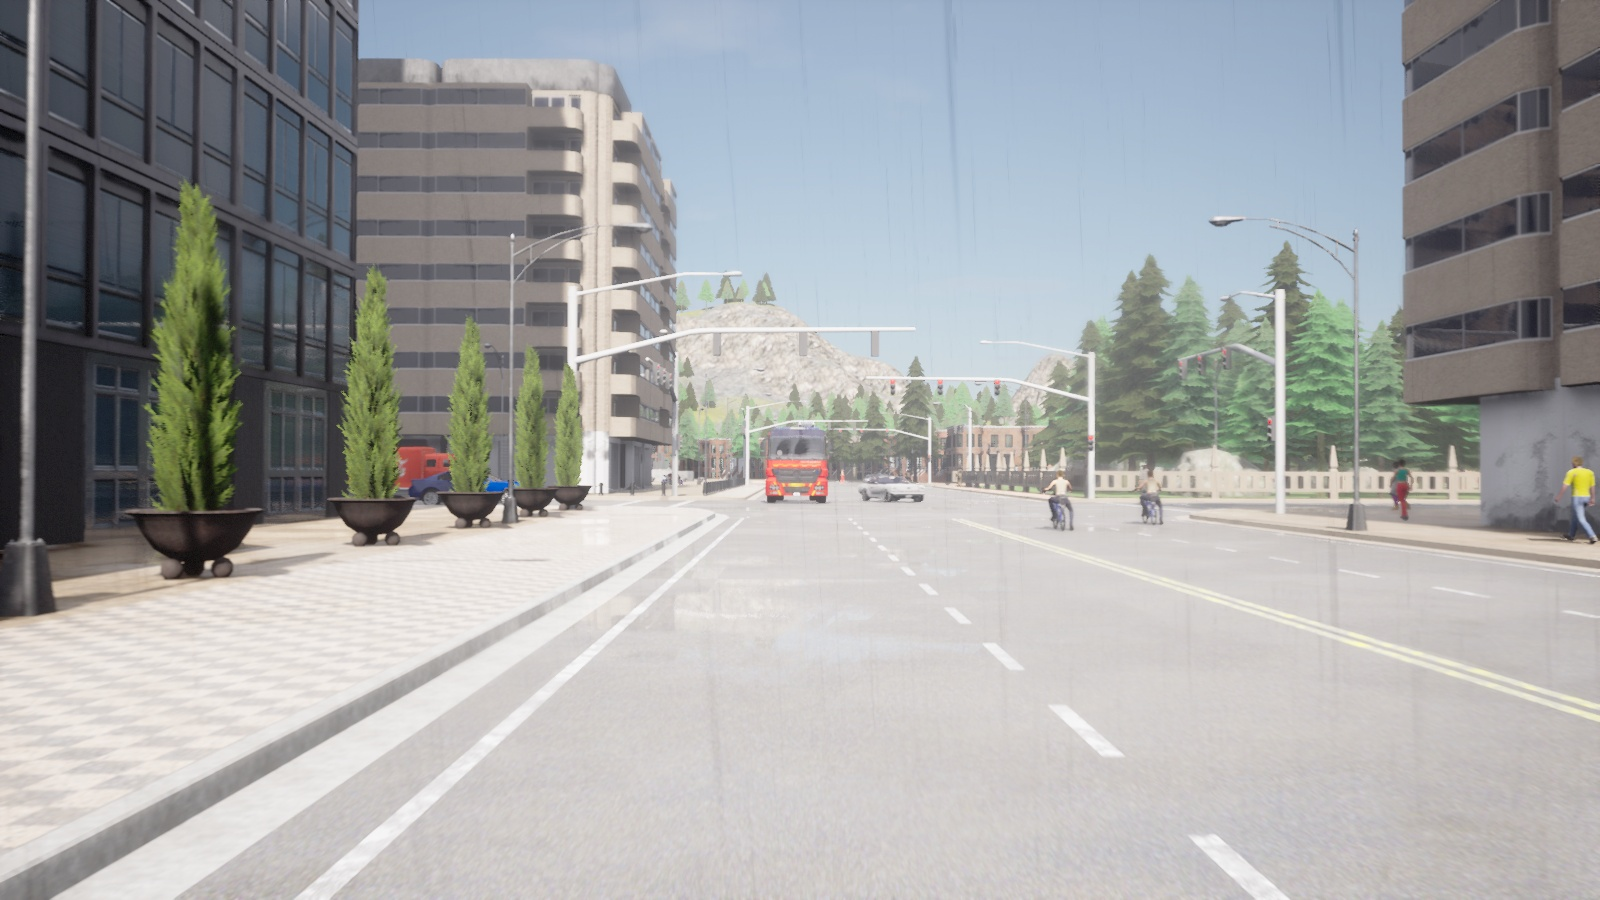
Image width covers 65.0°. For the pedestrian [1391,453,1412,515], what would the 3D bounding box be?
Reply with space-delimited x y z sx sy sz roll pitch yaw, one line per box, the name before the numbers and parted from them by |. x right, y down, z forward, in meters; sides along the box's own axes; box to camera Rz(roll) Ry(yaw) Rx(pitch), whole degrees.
pedestrian | 18.048 1.018 37.686 0.345 1.836 0.594 0 -1 0

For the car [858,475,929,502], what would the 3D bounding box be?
car | 4.599 1.903 62.682 1.895 1.301 4.718 0 -1 -18

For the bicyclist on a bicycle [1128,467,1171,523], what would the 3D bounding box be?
bicyclist on a bicycle | 10.404 1.328 37.445 0.866 1.612 1.509 0 -1 0

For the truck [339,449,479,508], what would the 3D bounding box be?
truck | -16.748 1.232 54.024 5.204 2.467 2.627 0 -1 0

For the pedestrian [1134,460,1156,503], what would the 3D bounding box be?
pedestrian | 15.822 1.442 57.639 0.659 1.952 0.873 0 -1 -9

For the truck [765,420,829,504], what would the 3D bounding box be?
truck | -0.152 0.615 61.154 2.891 3.827 8.468 0 -1 0

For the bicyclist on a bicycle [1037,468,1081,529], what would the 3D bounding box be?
bicyclist on a bicycle | 6.913 1.278 33.560 0.866 1.612 1.509 0 -1 0

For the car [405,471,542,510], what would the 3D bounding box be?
car | -13.092 1.624 50.507 5.008 1.535 1.882 0 -1 0

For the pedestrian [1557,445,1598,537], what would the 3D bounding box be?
pedestrian | 15.846 0.832 25.606 0.354 1.836 0.706 0 -1 -4

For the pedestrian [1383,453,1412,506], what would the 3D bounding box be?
pedestrian | 21.955 1.088 46.158 0.873 1.952 0.659 -1 -1 18
